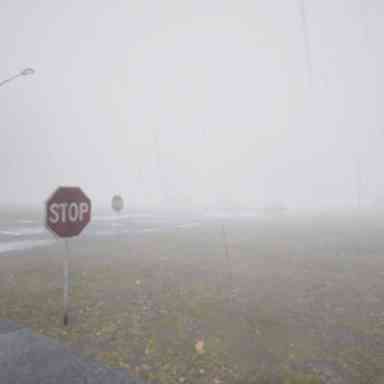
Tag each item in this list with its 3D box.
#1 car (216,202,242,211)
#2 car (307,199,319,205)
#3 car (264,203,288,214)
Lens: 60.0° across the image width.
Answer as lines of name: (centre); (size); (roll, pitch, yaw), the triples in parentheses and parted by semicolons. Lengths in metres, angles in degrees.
car: (5.408, 2.102, 48.582); (1.895, 1.301, 4.718); (1, 0, 36)
car: (30.110, 2.528, 82.819); (1.994, 1.385, 4.181); (1, 0, 36)
car: (11.408, 2.139, 44.931); (1.994, 1.385, 4.181); (1, 0, 36)
